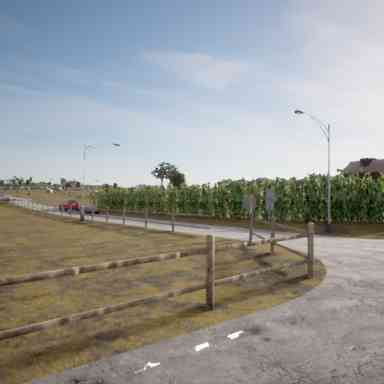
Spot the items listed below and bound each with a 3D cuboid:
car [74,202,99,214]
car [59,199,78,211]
[{"bbox_3d":[-15.542,2.594,49.788,1.994,1.385,4.181,3,-2,-37],"label":"car"},{"bbox_3d":[-21.393,2.266,57.880,2.150,2.045,5.566,3,-1,-36],"label":"car"}]
